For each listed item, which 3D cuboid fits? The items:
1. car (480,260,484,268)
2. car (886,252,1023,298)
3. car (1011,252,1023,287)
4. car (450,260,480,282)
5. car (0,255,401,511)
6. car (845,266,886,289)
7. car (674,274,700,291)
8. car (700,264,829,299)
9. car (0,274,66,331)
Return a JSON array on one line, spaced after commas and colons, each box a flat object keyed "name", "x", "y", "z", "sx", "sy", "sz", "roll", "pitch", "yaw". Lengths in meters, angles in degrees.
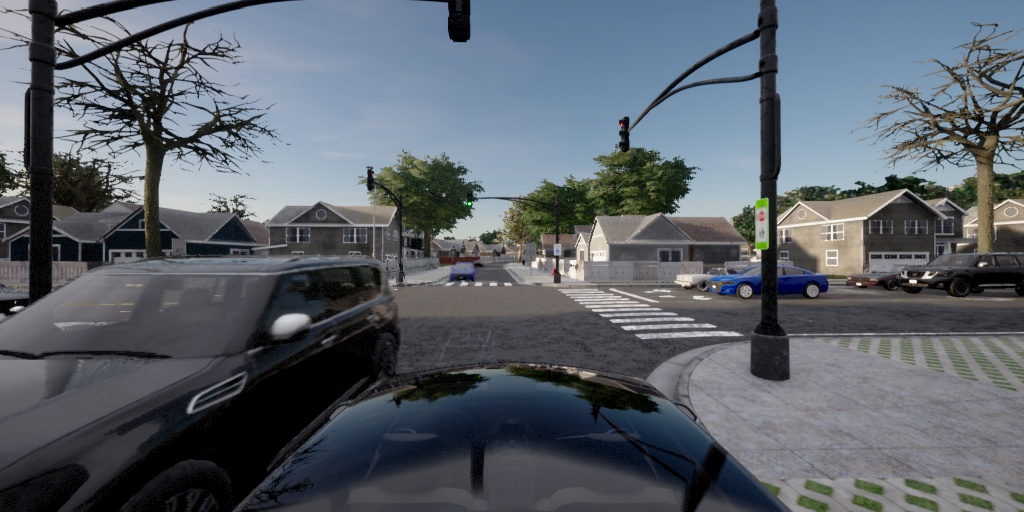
[{"name": "car", "x": -5.631, "y": 1.322, "z": 59.272, "sx": 1.895, "sy": 1.301, "sz": 4.718, "roll": 0, "pitch": 0, "yaw": -1}, {"name": "car", "x": 21.945, "y": 0.851, "z": 17.220, "sx": 5.566, "sy": 2.045, "sz": 2.150, "roll": 0, "pitch": 0, "yaw": -1}, {"name": "car", "x": 33.121, "y": 0.768, "z": 20.752, "sx": 5.566, "sy": 2.045, "sz": 2.150, "roll": -1, "pitch": 0, "yaw": -1}, {"name": "car", "x": -3.823, "y": 1.262, "z": 28.625, "sx": 1.882, "sy": 1.535, "sz": 5.008, "roll": 0, "pitch": 1, "yaw": -3}, {"name": "car", "x": -2.795, "y": 1.003, "z": 3.532, "sx": 2.150, "sy": 2.045, "sz": 5.566, "roll": 0, "pitch": 0, "yaw": -1}, {"name": "car", "x": 22.403, "y": 1.196, "z": 20.477, "sx": 5.357, "sy": 1.411, "sz": 2.033, "roll": 0, "pitch": 0, "yaw": -1}, {"name": "car", "x": 11.799, "y": 1.307, "z": 20.199, "sx": 4.718, "sy": 1.301, "sz": 1.895, "roll": 0, "pitch": 0, "yaw": -2}, {"name": "car", "x": 12.009, "y": 1.160, "z": 16.953, "sx": 5.008, "sy": 1.535, "sz": 1.882, "roll": 0, "pitch": 0, "yaw": -2}, {"name": "car", "x": -15.227, "y": 1.226, "z": 9.530, "sx": 4.181, "sy": 1.385, "sz": 1.994, "roll": 0, "pitch": 0, "yaw": -2}]
